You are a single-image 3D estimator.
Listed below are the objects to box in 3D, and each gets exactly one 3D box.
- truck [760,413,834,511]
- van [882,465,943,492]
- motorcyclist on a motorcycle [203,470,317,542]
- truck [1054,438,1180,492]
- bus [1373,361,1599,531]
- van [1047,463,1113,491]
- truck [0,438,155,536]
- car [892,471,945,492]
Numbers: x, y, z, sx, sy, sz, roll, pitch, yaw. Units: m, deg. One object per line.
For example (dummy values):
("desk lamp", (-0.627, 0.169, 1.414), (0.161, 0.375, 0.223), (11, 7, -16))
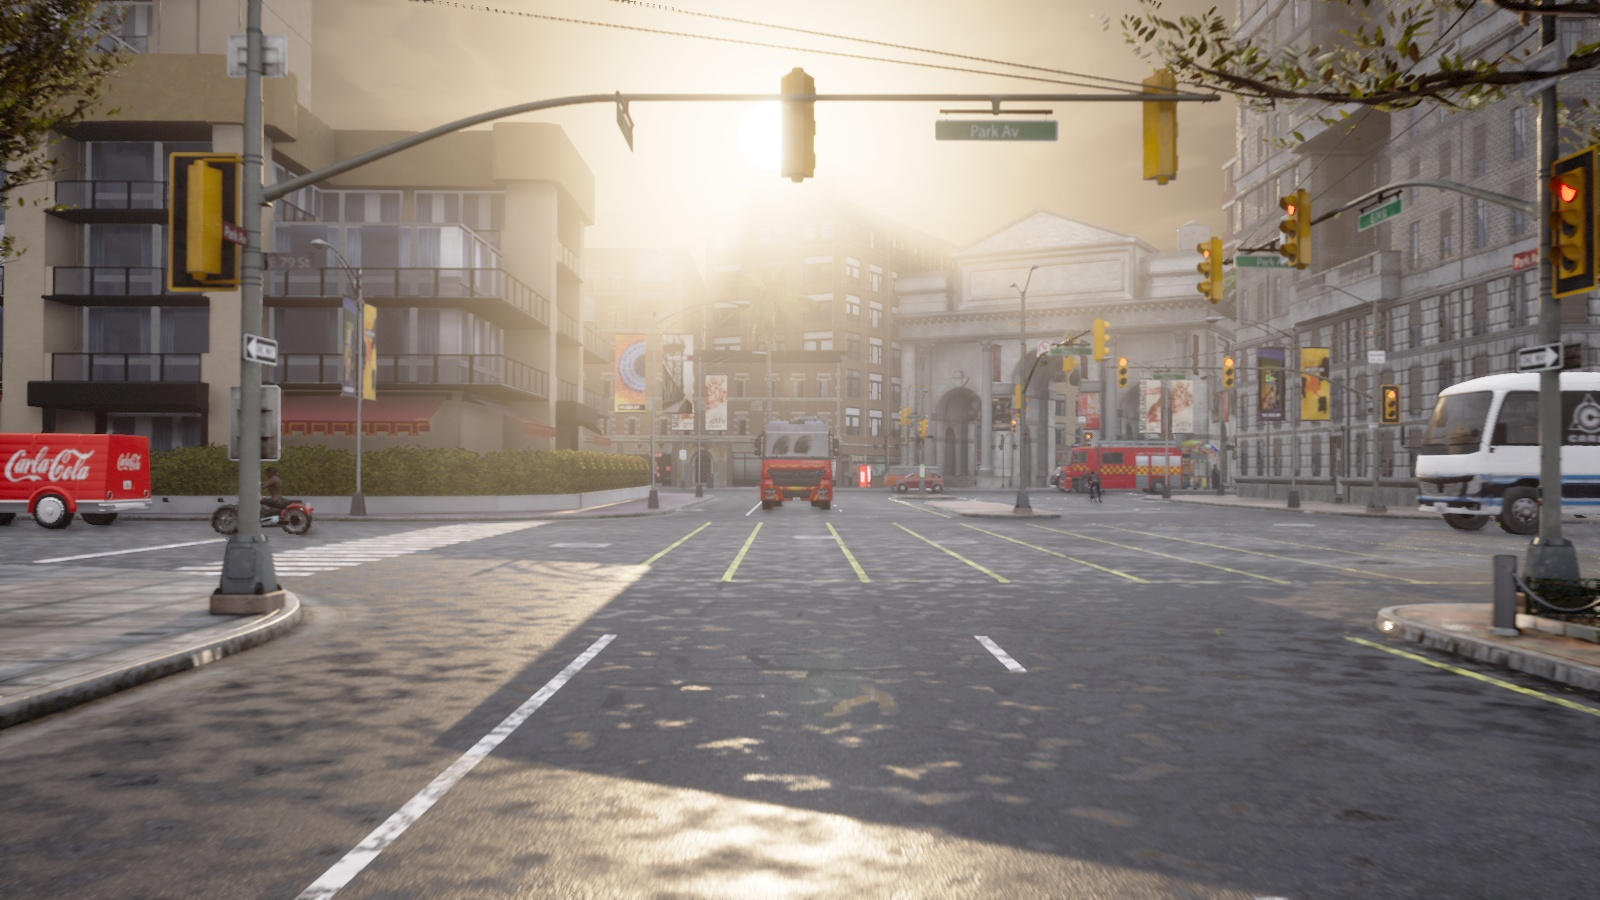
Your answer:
("truck", (-0.136, 0.547, 53.543), (2.891, 3.827, 8.468), (0, -1, 0))
("van", (8.475, 2.125, 95.067), (4.442, 1.987, 1.775), (0, -1, 0))
("motorcyclist on a motorcycle", (-12.753, 1.313, 29.695), (2.350, 1.649, 0.766), (0, -1, 0))
("truck", (23.018, 1.090, 91.496), (8.468, 3.827, 2.891), (0, -1, 0))
("bus", (21.349, -0.087, 33.493), (10.273, 4.253, 3.944), (0, -1, 0))
("van", (21.151, 2.044, 94.992), (4.480, 2.038, 2.069), (0, -1, 0))
("truck", (-20.296, 0.964, 33.141), (5.204, 2.467, 2.627), (0, -1, 0))
("car", (8.594, 2.292, 91.563), (3.705, 1.549, 1.789), (0, -1, 0))
